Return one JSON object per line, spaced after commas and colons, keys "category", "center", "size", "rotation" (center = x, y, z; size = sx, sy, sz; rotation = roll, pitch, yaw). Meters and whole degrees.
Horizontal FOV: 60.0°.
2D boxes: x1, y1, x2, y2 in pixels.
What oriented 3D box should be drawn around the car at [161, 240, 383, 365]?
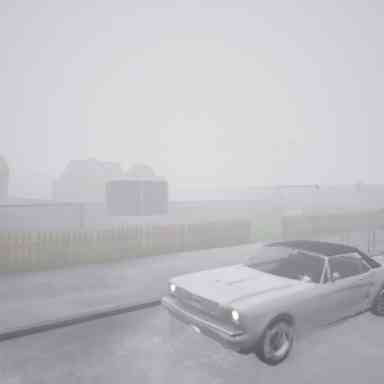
{"category": "car", "center": [1.860, 1.607, 5.937], "size": [4.718, 1.301, 1.895], "rotation": [0, 0, -35]}
